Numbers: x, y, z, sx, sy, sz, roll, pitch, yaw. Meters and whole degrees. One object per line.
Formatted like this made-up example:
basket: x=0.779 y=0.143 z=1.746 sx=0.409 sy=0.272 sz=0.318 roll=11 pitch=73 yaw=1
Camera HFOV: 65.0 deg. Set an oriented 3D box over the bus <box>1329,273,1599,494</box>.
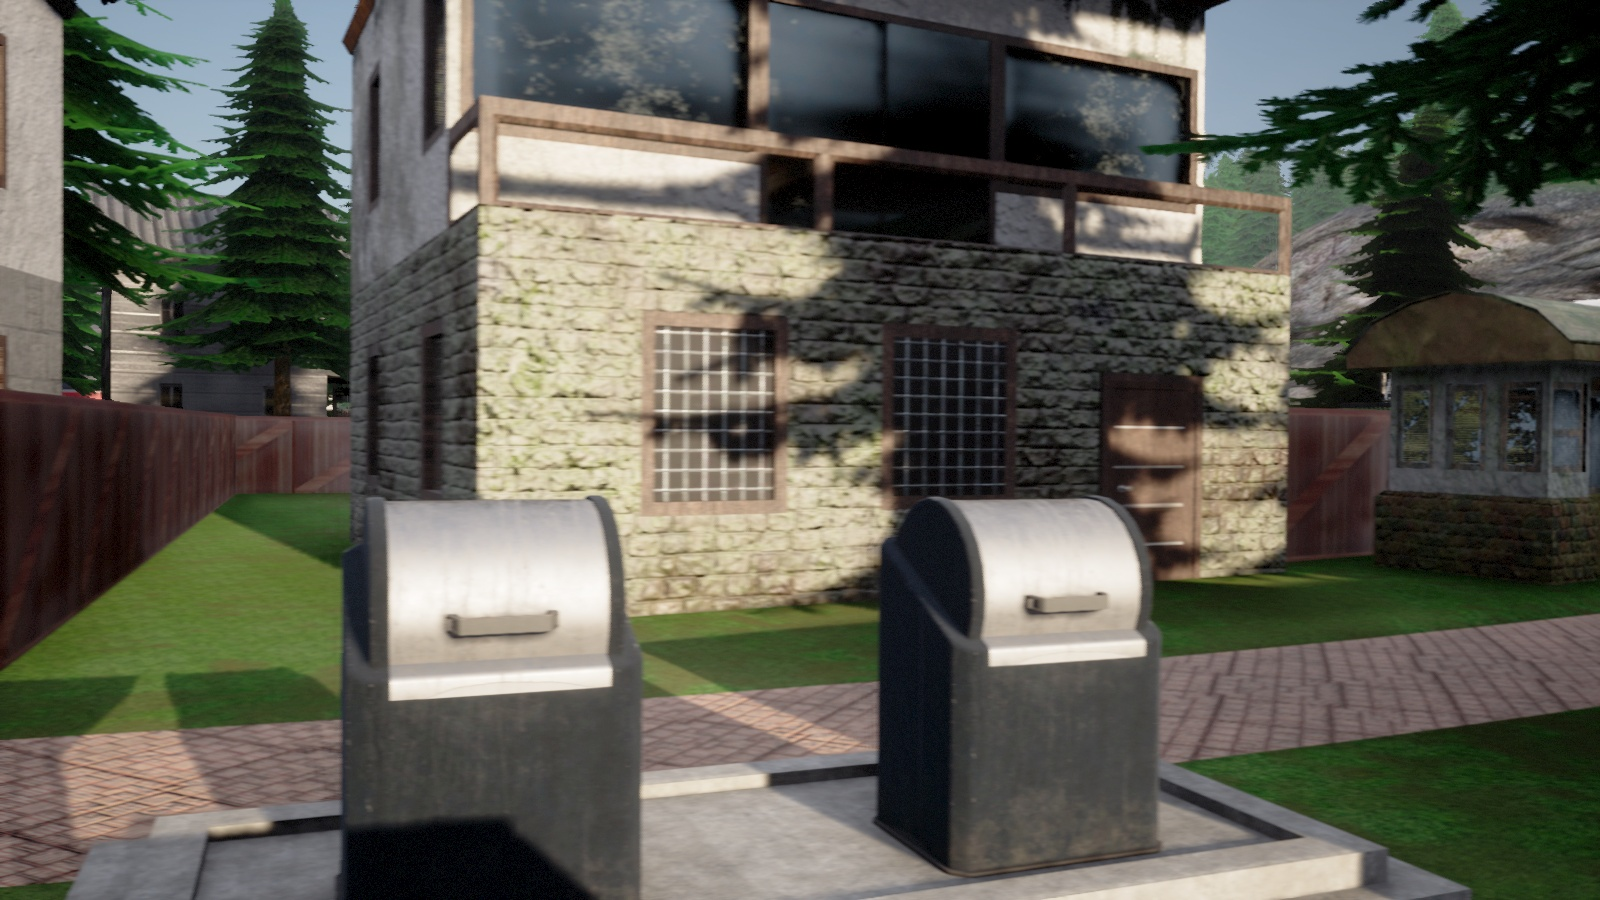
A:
bus: x=16.665 y=-1.318 z=25.835 sx=3.944 sy=4.253 sz=10.273 roll=-1 pitch=1 yaw=-31
